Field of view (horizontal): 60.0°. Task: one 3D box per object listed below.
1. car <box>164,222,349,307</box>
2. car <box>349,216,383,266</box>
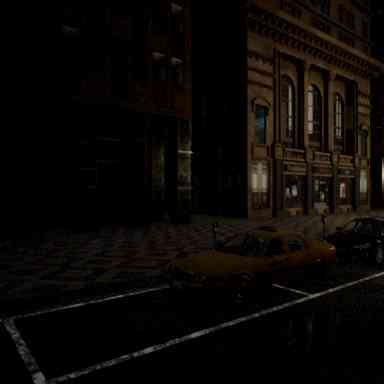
[{"bbox_3d":[1.627,1.526,8.004,4.829,1.417,1.752,0,0,-37],"label":"car"},{"bbox_3d":[6.244,1.553,11.505,4.403,1.369,2.008,0,0,-37],"label":"car"}]
